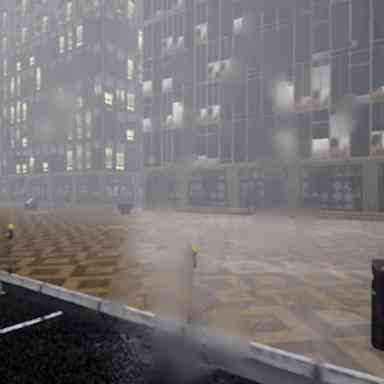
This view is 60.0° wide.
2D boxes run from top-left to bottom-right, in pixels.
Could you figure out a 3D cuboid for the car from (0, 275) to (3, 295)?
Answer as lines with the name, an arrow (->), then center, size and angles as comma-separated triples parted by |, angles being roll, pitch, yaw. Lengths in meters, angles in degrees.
car -> -5.824, 1.519, 6.995 | 4.829, 1.417, 1.752 | 0, 0, 35
